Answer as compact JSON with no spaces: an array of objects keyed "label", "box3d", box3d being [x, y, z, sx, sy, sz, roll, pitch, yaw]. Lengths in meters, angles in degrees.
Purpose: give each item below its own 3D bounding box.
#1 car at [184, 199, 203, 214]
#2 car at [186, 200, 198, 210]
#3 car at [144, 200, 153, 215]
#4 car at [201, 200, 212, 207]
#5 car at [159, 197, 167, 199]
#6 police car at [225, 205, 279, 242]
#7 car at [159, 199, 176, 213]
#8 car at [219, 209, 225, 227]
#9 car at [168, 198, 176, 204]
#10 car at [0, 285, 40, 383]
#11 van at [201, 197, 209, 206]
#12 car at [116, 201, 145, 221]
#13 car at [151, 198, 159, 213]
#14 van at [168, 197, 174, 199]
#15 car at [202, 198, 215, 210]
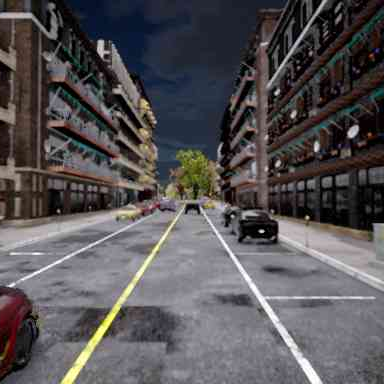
[{"label":"car","box3d":[0.075,1.906,41.872,1.837,1.490,4.892,0,-2,0]},{"label":"car","box3d":[0.016,1.987,52.514,1.882,1.535,5.008,0,-1,1]},{"label":"car","box3d":[-5.675,1.890,35.865,1.887,1.381,4.507,1,-1,0]},{"label":"car","box3d":[2.716,2.191,64.133,1.947,1.339,4.313,1,-1,0]},{"label":"car","box3d":[-5.670,1.828,52.853,2.192,1.841,5.009,1,-1,0]},{"label":"police car","box3d":[3.135,1.594,17.546,1.930,1.638,5.238,0,-1,0]},{"label":"car","box3d":[-3.090,1.971,43.807,2.033,1.411,5.357,0,-1,0]},{"label":"car","box3d":[3.148,1.741,24.436,1.837,1.490,4.892,0,-1,0]},{"label":"car","box3d":[-5.669,2.477,92.480,1.947,1.339,4.313,1,-1,0]},{"label":"car","box3d":[-3.101,1.593,2.940,1.994,1.385,4.181,0,-1,0]},{"label":"van","box3d":[2.699,2.023,69.797,1.690,1.788,3.998,1,-1,0]},{"label":"car","box3d":[-5.676,1.814,30.035,1.752,1.417,4.829,1,-1,0]},{"label":"car","box3d":[-5.673,1.841,41.529,1.967,1.590,4.097,1,-1,0]},{"label":"van","box3d":[-5.668,2.079,75.497,1.690,1.788,3.998,1,-1,0]},{"label":"car","box3d":[2.708,2.040,52.981,1.752,1.417,4.829,1,-1,0]}]
